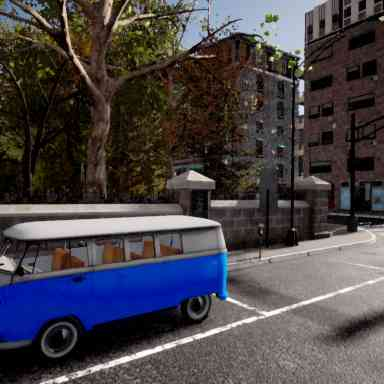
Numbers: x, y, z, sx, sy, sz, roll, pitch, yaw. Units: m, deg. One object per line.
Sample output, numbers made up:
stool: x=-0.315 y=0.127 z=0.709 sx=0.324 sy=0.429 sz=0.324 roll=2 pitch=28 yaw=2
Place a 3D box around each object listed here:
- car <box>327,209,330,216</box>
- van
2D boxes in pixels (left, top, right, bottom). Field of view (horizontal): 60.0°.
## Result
car: x=8.731 y=1.494 z=27.214 sx=1.895 sy=1.301 sz=4.718 roll=1 pitch=0 yaw=-34
van: x=-1.246 y=1.342 z=5.613 sx=3.998 sy=1.788 sz=1.690 roll=0 pitch=1 yaw=-36
